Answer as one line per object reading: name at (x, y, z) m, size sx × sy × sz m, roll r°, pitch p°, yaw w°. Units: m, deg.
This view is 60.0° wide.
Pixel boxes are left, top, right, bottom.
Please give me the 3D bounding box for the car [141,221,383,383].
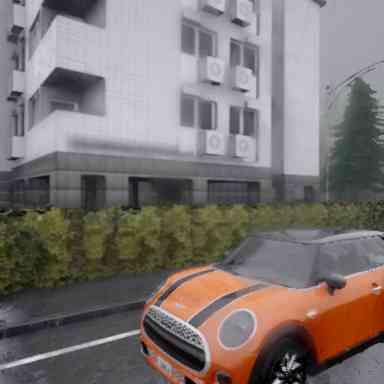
car at (1.523, 1.390, 5.072) m, size 4.553 × 1.767 × 2.097 m, roll 1°, pitch 0°, yaw -35°
